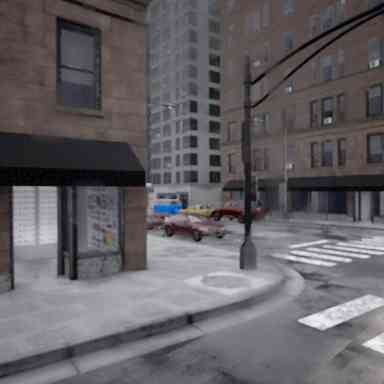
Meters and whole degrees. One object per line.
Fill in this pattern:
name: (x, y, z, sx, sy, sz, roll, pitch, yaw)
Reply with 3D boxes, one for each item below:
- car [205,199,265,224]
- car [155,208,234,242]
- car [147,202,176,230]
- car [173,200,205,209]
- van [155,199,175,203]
car: (3.712, 1.529, 27.257, 2.192, 1.841, 5.009, -1, 0, -36)
car: (0.014, 1.782, 17.809, 1.802, 1.307, 4.206, -1, 0, -36)
car: (-3.204, 1.710, 22.277, 1.967, 1.590, 4.097, -1, 0, -36)
car: (0.402, 1.812, 31.863, 1.752, 1.417, 4.829, -1, 0, -36)
van: (-2.717, 1.696, 36.193, 1.690, 1.788, 3.998, -1, 0, -36)
